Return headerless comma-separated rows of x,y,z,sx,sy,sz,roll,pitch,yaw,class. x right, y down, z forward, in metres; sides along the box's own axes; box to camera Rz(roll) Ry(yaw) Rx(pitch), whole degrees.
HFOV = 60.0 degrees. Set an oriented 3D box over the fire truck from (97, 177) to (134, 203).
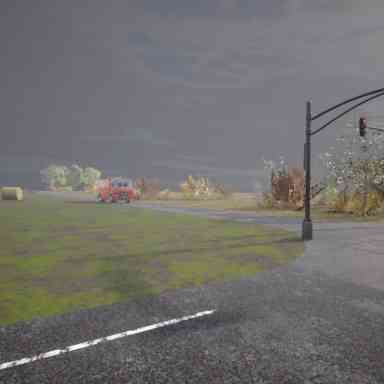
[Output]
-11.714,-0.355,50.067,2.891,3.827,8.468,1,0,-32,fire truck
